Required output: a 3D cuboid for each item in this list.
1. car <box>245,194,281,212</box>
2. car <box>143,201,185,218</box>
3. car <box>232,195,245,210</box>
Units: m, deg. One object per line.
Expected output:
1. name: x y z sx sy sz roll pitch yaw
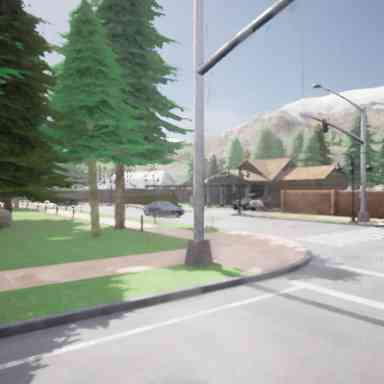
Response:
1. car: 8.380 1.137 36.285 4.605 1.855 1.932 0 0 -37
2. car: -2.686 1.521 30.150 2.033 1.411 5.357 0 0 -31
3. car: 6.562 1.139 38.065 3.866 1.878 1.905 0 0 -37
